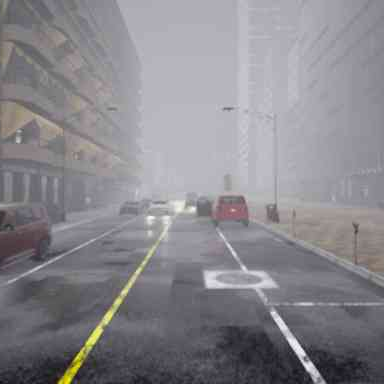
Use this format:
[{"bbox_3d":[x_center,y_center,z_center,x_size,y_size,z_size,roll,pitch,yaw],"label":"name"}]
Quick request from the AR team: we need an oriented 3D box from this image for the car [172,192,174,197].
[{"bbox_3d":[-5.642,1.273,75.962,1.752,1.417,4.829,1,0,0],"label":"car"}]

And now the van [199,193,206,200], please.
[{"bbox_3d":[2.746,1.053,87.266,1.690,1.788,3.998,1,0,0],"label":"van"}]

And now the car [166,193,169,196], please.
[{"bbox_3d":[-5.649,1.327,59.253,1.752,1.417,4.829,1,0,0],"label":"car"}]

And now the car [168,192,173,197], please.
[{"bbox_3d":[-5.644,1.316,70.561,2.008,1.369,4.403,1,0,0],"label":"car"}]

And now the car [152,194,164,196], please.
[{"bbox_3d":[-5.655,1.388,48.283,2.008,1.369,4.403,1,0,0],"label":"car"}]

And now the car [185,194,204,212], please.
[{"bbox_3d":[0.062,1.345,43.071,2.128,1.511,4.902,0,0,1],"label":"car"}]

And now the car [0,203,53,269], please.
[{"bbox_3d":[-5.670,1.283,9.296,2.192,1.841,5.009,1,0,0],"label":"car"}]

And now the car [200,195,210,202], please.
[{"bbox_3d":[2.735,1.347,70.556,1.802,1.307,4.206,1,0,0],"label":"car"}]

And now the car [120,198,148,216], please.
[{"bbox_3d":[-5.663,1.437,31.574,1.887,1.381,4.507,1,0,0],"label":"car"}]

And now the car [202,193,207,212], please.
[{"bbox_3d":[2.724,1.294,42.708,1.967,1.590,4.097,1,0,0],"label":"car"}]

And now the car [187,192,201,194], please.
[{"bbox_3d":[0.029,1.027,57.846,2.150,2.045,5.566,0,0,0],"label":"car"}]

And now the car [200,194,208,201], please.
[{"bbox_3d":[2.739,1.272,76.296,1.752,1.417,4.829,1,0,0],"label":"car"}]

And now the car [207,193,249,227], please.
[{"bbox_3d":[2.406,1.144,22.143,2.150,2.045,5.566,0,0,0],"label":"car"}]

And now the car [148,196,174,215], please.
[{"bbox_3d":[-3.077,1.415,32.171,1.812,1.442,4.674,0,0,0],"label":"car"}]
